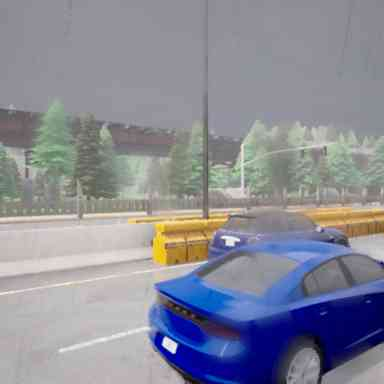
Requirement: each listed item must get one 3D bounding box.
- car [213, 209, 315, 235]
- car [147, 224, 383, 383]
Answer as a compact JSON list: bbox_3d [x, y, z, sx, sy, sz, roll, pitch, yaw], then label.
[{"bbox_3d":[2.730,1.353,10.001,4.553,1.767,2.097,-1,0,-35],"label":"car"},{"bbox_3d":[1.773,1.476,5.016,5.008,1.535,1.882,0,0,-35],"label":"car"}]
